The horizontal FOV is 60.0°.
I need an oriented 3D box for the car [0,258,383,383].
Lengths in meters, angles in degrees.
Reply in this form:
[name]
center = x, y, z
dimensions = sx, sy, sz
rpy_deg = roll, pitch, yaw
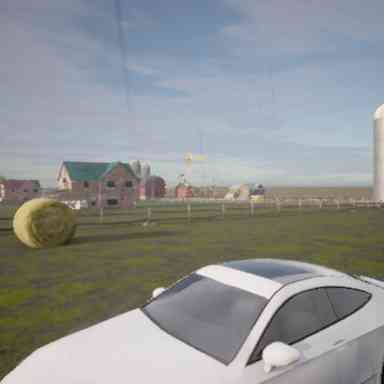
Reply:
[car]
center = 0.590, 1.524, 3.492
dimensions = 4.674, 1.442, 1.812
rpy_deg = 0, 0, -35
